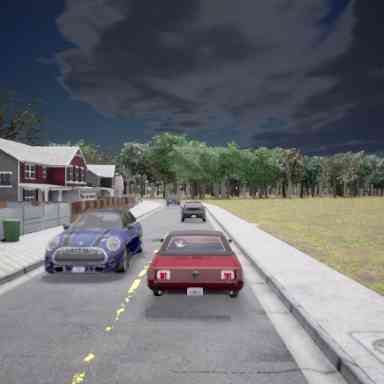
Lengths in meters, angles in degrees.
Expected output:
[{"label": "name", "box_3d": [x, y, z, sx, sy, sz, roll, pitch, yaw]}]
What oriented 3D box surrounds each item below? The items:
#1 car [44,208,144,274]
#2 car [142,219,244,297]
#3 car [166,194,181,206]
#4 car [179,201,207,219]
[{"label": "car", "box_3d": [-2.845, 1.356, 10.595, 2.097, 1.767, 4.553, 0, 0, 0]}, {"label": "car", "box_3d": [0.101, 1.604, 8.540, 1.895, 1.301, 4.718, 0, 0, 1]}, {"label": "car", "box_3d": [-3.066, 1.342, 54.277, 2.150, 2.045, 5.566, 0, 0, -4]}, {"label": "car", "box_3d": [0.114, 1.515, 26.555, 1.837, 1.490, 4.892, 0, 0, 0]}]
